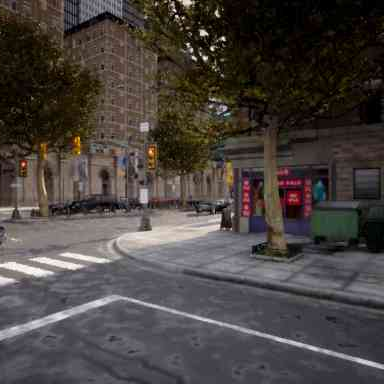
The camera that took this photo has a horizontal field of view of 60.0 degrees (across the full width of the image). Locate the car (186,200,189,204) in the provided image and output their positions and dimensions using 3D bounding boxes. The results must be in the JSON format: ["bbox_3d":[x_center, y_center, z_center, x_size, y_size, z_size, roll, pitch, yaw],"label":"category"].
[{"bbox_3d":[1.411,1.601,52.743,1.895,1.301,4.718,0,0,36],"label":"car"}]

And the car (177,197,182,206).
[{"bbox_3d":[-2.283,1.564,53.607,1.994,1.385,4.181,0,0,36],"label":"car"}]

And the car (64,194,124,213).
[{"bbox_3d":[-10.501,1.221,36.206,2.150,2.045,5.566,0,0,36],"label":"car"}]

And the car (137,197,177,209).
[{"bbox_3d":[-4.602,1.477,44.403,1.882,1.535,5.008,0,0,36],"label":"car"}]

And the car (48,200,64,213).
[{"bbox_3d":[-13.767,1.547,37.656,2.033,1.411,5.357,0,0,36],"label":"car"}]

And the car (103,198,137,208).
[{"bbox_3d":[-10.282,1.595,47.897,1.895,1.301,4.718,0,0,36],"label":"car"}]

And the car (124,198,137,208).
[{"bbox_3d":[-8.147,1.525,45.449,1.812,1.442,4.674,0,0,36],"label":"car"}]

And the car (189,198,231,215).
[{"bbox_3d":[2.220,1.492,34.054,2.128,1.511,4.902,0,0,36],"label":"car"}]

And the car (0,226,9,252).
[{"bbox_3d":[-7.474,1.601,11.319,1.895,1.301,4.718,0,0,-25],"label":"car"}]
